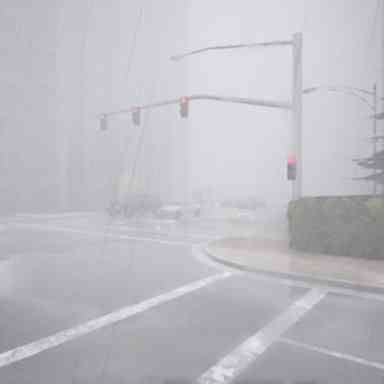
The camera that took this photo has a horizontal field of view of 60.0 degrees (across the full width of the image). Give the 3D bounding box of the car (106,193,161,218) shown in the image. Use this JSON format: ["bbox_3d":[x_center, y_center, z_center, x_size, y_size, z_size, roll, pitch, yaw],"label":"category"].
[{"bbox_3d":[-4.844,1.139,29.254,2.150,2.045,5.566,0,0,36],"label":"car"}]

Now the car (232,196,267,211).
[{"bbox_3d":[7.109,1.281,39.612,2.097,1.767,4.553,0,0,37],"label":"car"}]

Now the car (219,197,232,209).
[{"bbox_3d":[5.432,1.422,43.230,1.837,1.490,4.892,0,0,37],"label":"car"}]

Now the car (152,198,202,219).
[{"bbox_3d":[-0.949,1.456,28.620,1.812,1.442,4.674,0,0,36],"label":"car"}]
